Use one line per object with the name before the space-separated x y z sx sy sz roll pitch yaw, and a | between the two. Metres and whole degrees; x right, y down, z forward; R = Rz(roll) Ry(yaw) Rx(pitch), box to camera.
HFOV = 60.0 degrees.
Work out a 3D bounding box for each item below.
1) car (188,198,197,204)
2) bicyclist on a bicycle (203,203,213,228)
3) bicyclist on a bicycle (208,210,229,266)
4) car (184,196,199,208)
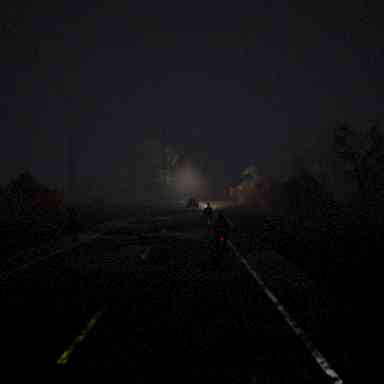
car | 0.161 1.965 73.497 1.994 1.385 4.181 0 0 1
bicyclist on a bicycle | 0.963 1.502 19.638 0.659 1.776 1.843 0 0 0
bicyclist on a bicycle | 0.964 1.529 10.985 0.582 1.620 1.656 0 -1 0
car | 0.097 1.892 55.663 1.994 1.385 4.181 0 0 0
